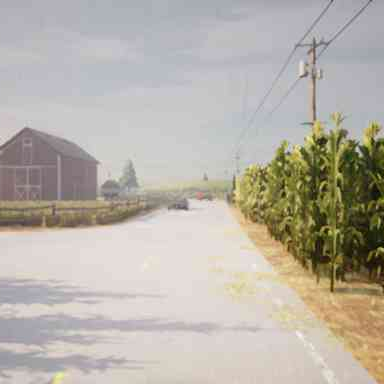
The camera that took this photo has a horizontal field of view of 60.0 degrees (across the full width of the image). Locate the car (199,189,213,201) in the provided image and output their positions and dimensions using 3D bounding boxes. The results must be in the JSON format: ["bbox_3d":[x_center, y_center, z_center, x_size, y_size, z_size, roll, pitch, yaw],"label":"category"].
[{"bbox_3d":[2.452,0.499,60.152,2.150,2.045,5.566,2,1,-4],"label":"car"}]

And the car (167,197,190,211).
[{"bbox_3d":[-1.322,1.206,34.005,1.994,1.385,4.181,0,1,5],"label":"car"}]
